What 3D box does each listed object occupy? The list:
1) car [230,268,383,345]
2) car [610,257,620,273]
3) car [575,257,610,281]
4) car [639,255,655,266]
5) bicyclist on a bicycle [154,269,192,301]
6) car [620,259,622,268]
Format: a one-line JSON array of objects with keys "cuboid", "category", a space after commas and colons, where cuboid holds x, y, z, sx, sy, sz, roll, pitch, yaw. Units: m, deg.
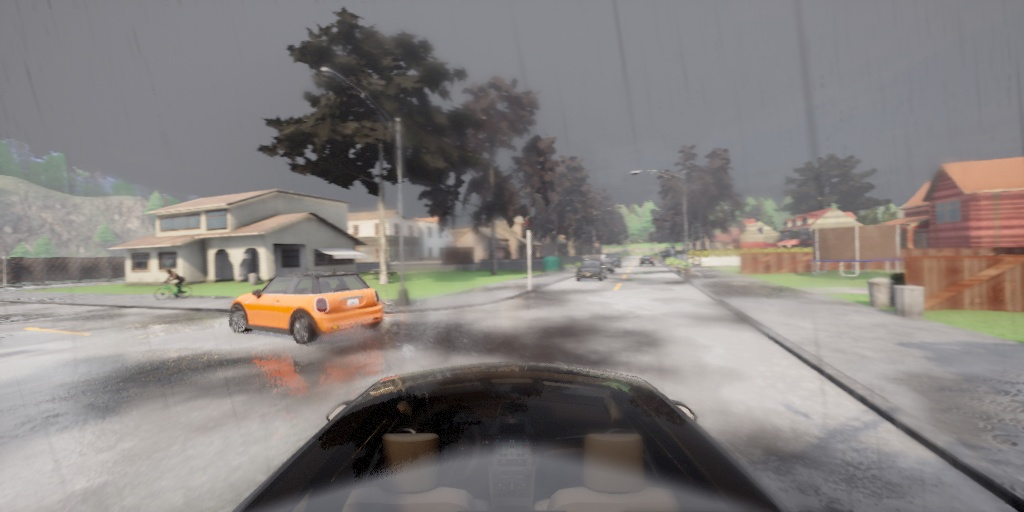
[{"cuboid": [-5.839, 1.233, 10.070, 4.553, 1.767, 2.097, -1, 0, 30], "category": "car"}, {"cuboid": [9.157, 0.893, 35.462, 2.128, 1.511, 4.902, -1, 0, 20], "category": "car"}, {"cuboid": [5.955, 1.019, 26.689, 1.837, 1.490, 4.892, -1, 0, 20], "category": "car"}, {"cuboid": [18.483, 0.635, 49.161, 1.812, 1.442, 4.674, -1, 0, 20], "category": "car"}, {"cuboid": [-18.212, 1.534, 19.284, 0.582, 1.620, 1.656, -1, 0, 20], "category": "bicyclist on a bicycle"}, {"cuboid": [12.617, 0.844, 44.775, 1.994, 1.385, 4.181, -1, 0, 22], "category": "car"}]
